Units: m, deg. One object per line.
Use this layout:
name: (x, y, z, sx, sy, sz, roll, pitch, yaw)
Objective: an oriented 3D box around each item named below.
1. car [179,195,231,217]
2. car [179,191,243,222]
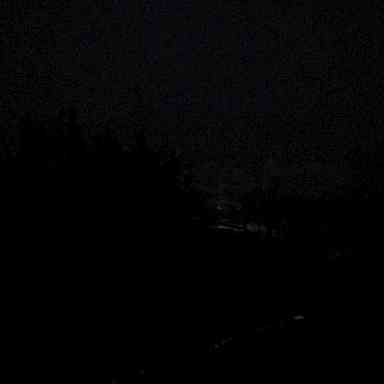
car: (0.985, 1.112, 28.515, 2.128, 1.511, 4.902, -1, 1, -30)
car: (1.128, 0.945, 22.951, 2.150, 2.045, 5.566, -1, 1, -32)
